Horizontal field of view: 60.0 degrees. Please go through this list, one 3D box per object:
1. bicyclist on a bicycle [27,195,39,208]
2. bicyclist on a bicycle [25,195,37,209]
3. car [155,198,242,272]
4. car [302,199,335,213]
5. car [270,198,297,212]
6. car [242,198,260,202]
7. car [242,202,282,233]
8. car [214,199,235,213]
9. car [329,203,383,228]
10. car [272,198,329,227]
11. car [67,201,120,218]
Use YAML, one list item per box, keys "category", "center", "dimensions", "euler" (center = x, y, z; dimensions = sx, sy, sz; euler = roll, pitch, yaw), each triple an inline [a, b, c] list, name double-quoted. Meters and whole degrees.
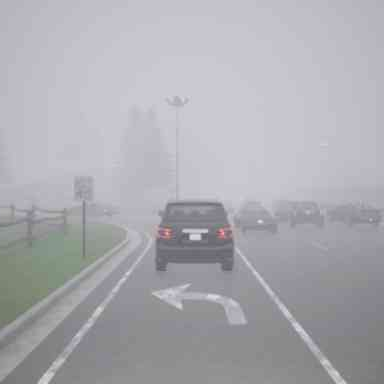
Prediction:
- category: "bicyclist on a bicycle"
  center: [-19.791, 1.241, 41.832]
  dimensions: [0.582, 1.620, 1.656]
  euler: [0, 0, 8]
- category: "bicyclist on a bicycle"
  center: [-20.278, 1.241, 41.897]
  dimensions: [0.582, 1.620, 1.656]
  euler: [0, 0, 7]
- category: "car"
  center: [0.041, 1.205, 10.896]
  dimensions: [2.150, 2.045, 5.566]
  euler: [0, 0, -1]
- category: "car"
  center: [14.096, 1.546, 37.359]
  dimensions: [1.895, 1.301, 4.718]
  euler: [0, 0, 0]
- category: "car"
  center: [10.597, 1.448, 38.991]
  dimensions: [1.837, 1.490, 4.892]
  euler: [0, 0, 0]
- category: "car"
  center: [7.097, 1.419, 40.484]
  dimensions: [1.882, 1.535, 5.008]
  euler: [0, 0, 0]
- category: "car"
  center: [3.598, 1.535, 19.471]
  dimensions: [1.994, 1.385, 4.181]
  euler: [0, 0, 0]
- category: "car"
  center: [3.597, 1.546, 37.357]
  dimensions: [1.895, 1.301, 4.718]
  euler: [0, 0, 0]
- category: "car"
  center: [10.598, 1.459, 22.124]
  dimensions: [2.128, 1.511, 4.902]
  euler: [0, 0, 0]
- category: "car"
  center: [7.098, 1.319, 22.363]
  dimensions: [2.097, 1.767, 4.553]
  euler: [0, 0, 0]
- category: "car"
  center: [-8.764, 1.505, 29.221]
  dimensions: [5.357, 1.411, 2.033]
  euler: [0, 0, 34]
